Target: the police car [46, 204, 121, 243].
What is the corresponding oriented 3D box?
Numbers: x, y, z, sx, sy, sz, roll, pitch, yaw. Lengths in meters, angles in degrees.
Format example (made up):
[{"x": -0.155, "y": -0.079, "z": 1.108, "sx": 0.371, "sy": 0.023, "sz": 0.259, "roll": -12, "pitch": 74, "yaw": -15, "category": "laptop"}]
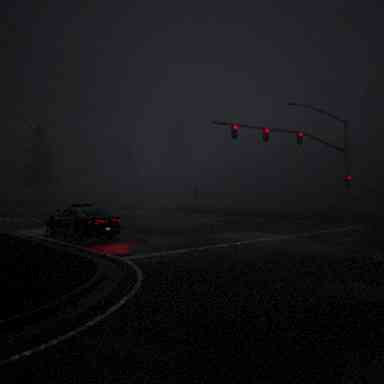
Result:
[{"x": -5.545, "y": 1.426, "z": 16.503, "sx": 5.238, "sy": 1.638, "sz": 1.930, "roll": 0, "pitch": 0, "yaw": 45, "category": "police car"}]
